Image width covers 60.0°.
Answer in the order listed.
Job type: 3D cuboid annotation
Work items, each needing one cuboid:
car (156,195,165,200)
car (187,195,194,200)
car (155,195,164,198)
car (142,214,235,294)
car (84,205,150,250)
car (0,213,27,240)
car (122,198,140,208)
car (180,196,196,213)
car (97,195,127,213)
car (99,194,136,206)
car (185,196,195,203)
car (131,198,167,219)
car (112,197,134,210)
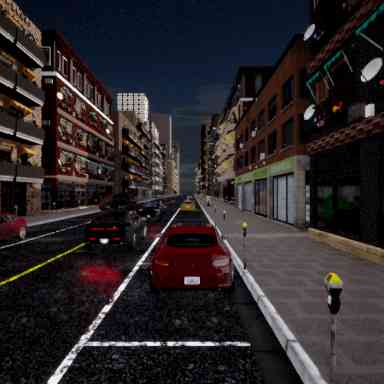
[{"bbox_3d":[-8.834,1.539,93.519,2.008,1.369,4.403,0,0,0],"label":"car"},{"bbox_3d":[-0.452,1.513,93.685,1.752,1.417,4.829,0,0,0],"label":"car"},{"bbox_3d":[-8.834,1.541,87.882,2.008,1.369,4.403,0,0,0],"label":"car"},{"bbox_3d":[0.004,1.526,8.649,1.812,1.442,4.674,0,0,0],"label":"car"},{"bbox_3d":[-3.145,1.505,14.349,1.837,1.490,4.892,0,0,0],"label":"car"},{"bbox_3d":[-8.835,1.583,14.612,1.802,1.307,4.206,0,0,0],"label":"car"},{"bbox_3d":[-8.834,1.543,48.430,1.887,1.381,4.507,0,0,0],"label":"car"},{"bbox_3d":[-0.454,1.525,37.323,1.752,1.417,4.829,0,0,0],"label":"car"},{"bbox_3d":[-8.833,1.314,37.157,2.192,1.841,5.009,0,0,0],"label":"car"},{"bbox_3d":[-6.243,1.221,29.312,2.150,2.045,5.566,0,0,0],"label":"car"},{"bbox_3d":[-0.453,1.545,70.970,2.008,1.369,4.403,0,0,0],"label":"car"},{"bbox_3d":[-3.065,1.493,25.857,2.128,1.511,4.902,0,0,0],"label":"car"},{"bbox_3d":[-8.834,1.439,42.793,1.967,1.590,4.097,0,0,0],"label":"car"}]
